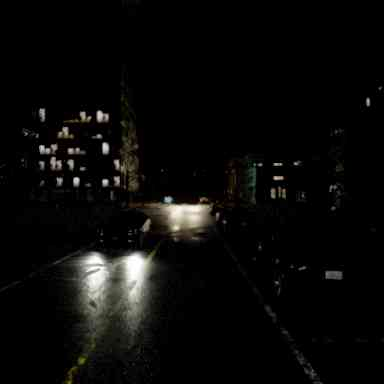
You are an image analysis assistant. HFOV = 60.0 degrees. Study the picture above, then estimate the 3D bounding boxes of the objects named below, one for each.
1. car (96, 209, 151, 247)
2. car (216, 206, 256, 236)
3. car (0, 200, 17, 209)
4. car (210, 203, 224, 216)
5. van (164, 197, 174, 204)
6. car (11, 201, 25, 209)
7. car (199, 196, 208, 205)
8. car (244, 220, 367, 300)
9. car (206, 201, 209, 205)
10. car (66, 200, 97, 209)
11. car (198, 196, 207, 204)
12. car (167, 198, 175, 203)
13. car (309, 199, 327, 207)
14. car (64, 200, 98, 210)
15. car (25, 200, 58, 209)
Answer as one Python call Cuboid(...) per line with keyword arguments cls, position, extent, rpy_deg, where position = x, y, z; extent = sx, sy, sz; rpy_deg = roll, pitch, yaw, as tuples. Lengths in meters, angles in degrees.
Cuboid(cls="car", position=(-3.099, 1.609, 15.865), extent=(1.882, 1.535, 5.008), rpy_deg=(0, 0, 0))
Cuboid(cls="car", position=(2.705, 1.726, 19.373), extent=(1.947, 1.339, 4.313), rpy_deg=(1, 0, 0))
Cuboid(cls="car", position=(-34.389, 2.315, 60.476), extent=(4.097, 1.590, 1.967), rpy_deg=(-1, -1, 1))
Cuboid(cls="car", position=(2.705, 1.756, 24.851), extent=(2.008, 1.369, 4.403), rpy_deg=(1, 0, 0))
Cuboid(cls="van", position=(-5.666, 1.975, 79.402), extent=(1.690, 1.788, 3.998), rpy_deg=(1, 0, 0))
Cuboid(cls="car", position=(-28.617, 2.131, 52.041), extent=(4.829, 1.417, 1.752), rpy_deg=(-1, -1, 1))
Cuboid(cls="car", position=(2.712, 2.031, 73.765), extent=(1.967, 1.590, 4.097), rpy_deg=(1, 0, 0))
Cuboid(cls="car", position=(2.704, 1.637, 8.418), extent=(1.947, 1.339, 4.313), rpy_deg=(1, 0, 0))
Cuboid(cls="car", position=(2.830, 1.875, 35.803), extent=(1.802, 1.307, 4.206), rpy_deg=(1, 0, 0))
Cuboid(cls="car", position=(-17.420, 2.080, 51.932), extent=(4.206, 1.307, 1.802), rpy_deg=(-1, -1, 1))
Cuboid(cls="car", position=(2.715, 1.994, 85.114), extent=(2.192, 1.841, 5.009), rpy_deg=(1, 0, 0))
Cuboid(cls="car", position=(-5.668, 2.246, 90.578), extent=(1.752, 1.417, 4.829), rpy_deg=(1, 0, 0))
Cuboid(cls="car", position=(20.688, 1.659, 51.567), extent=(4.829, 1.417, 1.752), rpy_deg=(-1, -1, 1))
Cuboid(cls="car", position=(-18.211, 2.049, 54.639), extent=(5.008, 1.535, 1.882), rpy_deg=(1, -1, 1))
Cuboid(cls="car", position=(-23.105, 1.993, 51.989), extent=(4.097, 1.590, 1.967), rpy_deg=(-1, -1, 1))
